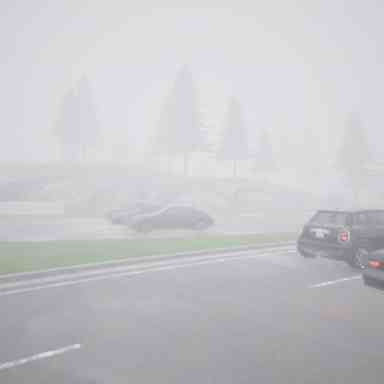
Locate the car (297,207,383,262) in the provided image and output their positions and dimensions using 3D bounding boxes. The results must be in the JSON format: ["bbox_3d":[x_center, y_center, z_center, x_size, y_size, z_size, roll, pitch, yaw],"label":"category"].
[{"bbox_3d":[5.680,1.275,10.802,4.553,1.767,2.097,0,0,-27],"label":"car"}]

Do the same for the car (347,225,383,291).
[{"bbox_3d":[6.136,1.482,7.263,5.357,1.411,2.033,0,0,-27],"label":"car"}]

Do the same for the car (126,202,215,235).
[{"bbox_3d":[-1.072,1.459,18.236,4.674,1.442,1.812,0,0,-14],"label":"car"}]

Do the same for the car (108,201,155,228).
[{"bbox_3d":[-2.474,1.476,21.401,5.357,1.411,2.033,0,0,-12],"label":"car"}]

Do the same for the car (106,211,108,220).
[{"bbox_3d":[-3.911,1.428,24.755,4.892,1.490,1.837,0,1,-12],"label":"car"}]
